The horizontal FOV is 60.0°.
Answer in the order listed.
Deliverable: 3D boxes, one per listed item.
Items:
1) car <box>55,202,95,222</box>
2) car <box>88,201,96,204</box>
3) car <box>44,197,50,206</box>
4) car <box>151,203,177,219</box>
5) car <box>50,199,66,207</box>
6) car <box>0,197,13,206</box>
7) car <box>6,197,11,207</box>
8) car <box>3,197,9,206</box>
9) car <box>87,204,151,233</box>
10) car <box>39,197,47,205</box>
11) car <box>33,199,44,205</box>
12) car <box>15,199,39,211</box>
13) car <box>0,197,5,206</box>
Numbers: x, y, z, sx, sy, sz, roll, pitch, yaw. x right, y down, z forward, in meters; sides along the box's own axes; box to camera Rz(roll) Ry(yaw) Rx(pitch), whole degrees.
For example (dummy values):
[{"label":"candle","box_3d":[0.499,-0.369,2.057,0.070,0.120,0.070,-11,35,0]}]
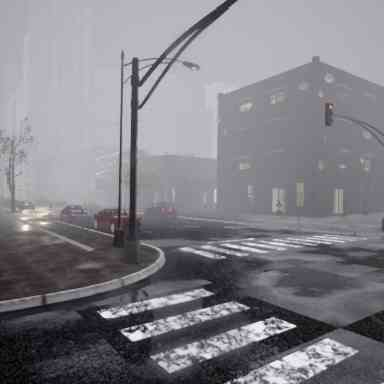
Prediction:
[{"label":"car","box_3d":[-9.667,1.735,27.415,1.802,1.307,4.206,1,-1,-35]},{"label":"car","box_3d":[-15.855,2.051,51.319,1.752,1.417,4.829,1,-1,-35]},{"label":"car","box_3d":[-29.399,2.319,70.653,1.802,1.307,4.206,1,-1,-35]},{"label":"car","box_3d":[-3.205,1.774,33.255,1.967,1.590,4.097,1,-1,-35]},{"label":"car","box_3d":[-26.238,2.127,66.113,1.967,1.590,4.097,1,-1,-35]},{"label":"car","box_3d":[-39.437,1.936,70.412,2.192,1.841,5.009,1,-1,-35]},{"label":"car","box_3d":[-30.136,2.018,57.034,1.887,1.381,4.507,1,-1,-35]},{"label":"car","box_3d":[-33.116,2.087,61.327,1.947,1.339,4.313,1,-1,-35]},{"label":"car","box_3d":[-4.523,1.621,20.029,1.887,1.381,4.507,1,-1,-35]},{"label":"car","box_3d":[-35.720,2.153,79.737,2.192,1.841,5.009,1,-1,-35]},{"label":"car","box_3d":[-38.980,2.416,84.415,1.752,1.417,4.829,1,-1,-35]},{"label":"car","box_3d":[-23.760,1.897,47.782,1.752,1.417,4.829,1,-1,-35]},{"label":"car","box_3d":[-36.277,2.137,65.868,1.947,1.339,4.313,1,-1,-35]}]
